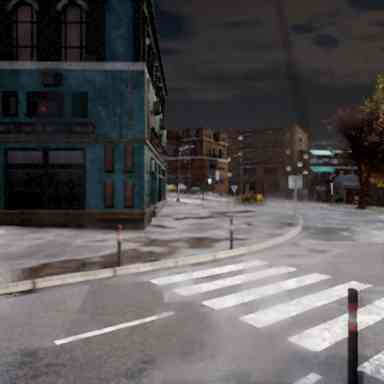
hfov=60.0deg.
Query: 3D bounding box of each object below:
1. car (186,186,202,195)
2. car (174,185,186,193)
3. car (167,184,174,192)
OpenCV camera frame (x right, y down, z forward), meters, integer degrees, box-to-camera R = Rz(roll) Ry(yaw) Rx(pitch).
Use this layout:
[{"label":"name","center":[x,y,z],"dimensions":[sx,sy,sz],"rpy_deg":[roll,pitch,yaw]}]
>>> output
[{"label":"car","center":[0.909,-0.311,67.022],"dimensions":[2.231,1.521,4.892],"rpy_deg":[5,2,12]},{"label":"car","center":[-1.669,-0.563,68.617],"dimensions":[2.002,1.452,4.674],"rpy_deg":[6,2,12]},{"label":"car","center":[-4.286,-0.893,70.018],"dimensions":[1.946,1.575,5.366],"rpy_deg":[6,2,12]}]
